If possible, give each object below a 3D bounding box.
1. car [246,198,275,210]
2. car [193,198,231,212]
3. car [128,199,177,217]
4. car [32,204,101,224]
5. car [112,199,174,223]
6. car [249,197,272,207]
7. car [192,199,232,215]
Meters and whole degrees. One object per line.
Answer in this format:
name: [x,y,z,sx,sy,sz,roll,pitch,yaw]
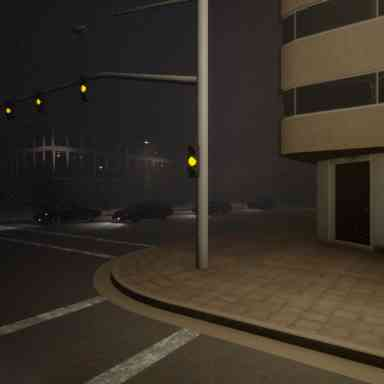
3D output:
car: [9.153,1.548,43.973,2.033,1.411,5.357,0,0,36]
car: [2.548,1.547,40.856,2.033,1.411,5.357,0,0,36]
car: [-3.724,1.505,32.229,1.837,1.490,4.892,0,0,36]
car: [-9.196,1.601,24.694,1.895,1.301,4.718,0,0,36]
car: [-3.753,1.547,26.236,2.033,1.411,5.357,0,0,36]
car: [10.750,1.564,52.028,1.994,1.385,4.181,0,0,36]
car: [2.167,1.547,34.384,2.033,1.411,5.357,0,0,36]
